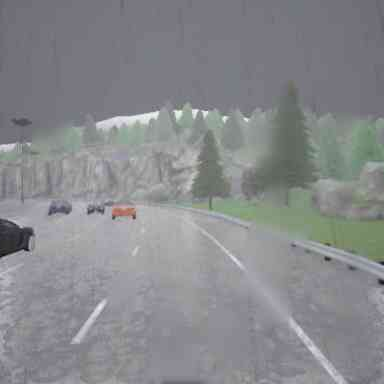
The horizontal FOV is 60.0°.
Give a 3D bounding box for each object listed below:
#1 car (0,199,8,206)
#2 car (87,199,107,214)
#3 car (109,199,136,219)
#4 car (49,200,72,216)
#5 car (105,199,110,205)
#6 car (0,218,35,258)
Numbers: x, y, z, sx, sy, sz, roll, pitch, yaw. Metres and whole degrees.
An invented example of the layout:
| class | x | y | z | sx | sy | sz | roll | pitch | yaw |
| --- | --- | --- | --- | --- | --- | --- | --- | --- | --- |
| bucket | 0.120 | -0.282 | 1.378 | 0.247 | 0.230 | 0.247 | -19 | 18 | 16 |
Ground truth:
| class | x | y | z | sx | sy | sz | roll | pitch | yaw |
| --- | --- | --- | --- | --- | --- | --- | --- | --- | --- |
| car | -31.811 | 1.996 | 54.736 | 2.097 | 1.767 | 4.553 | -1 | 0 | -22 |
| car | -11.279 | 1.892 | 39.117 | 1.895 | 1.301 | 4.718 | -1 | 0 | -15 |
| car | -6.429 | 1.548 | 31.623 | 2.097 | 1.767 | 4.553 | -1 | 0 | -11 |
| car | -15.114 | 1.697 | 38.306 | 2.097 | 1.767 | 4.553 | -1 | 0 | -15 |
| car | -15.507 | 1.951 | 61.497 | 1.812 | 1.442 | 4.674 | 0 | 0 | -23 |
| car | -7.229 | 1.622 | 11.642 | 1.882 | 1.535 | 5.008 | 0 | 0 | -5 |
